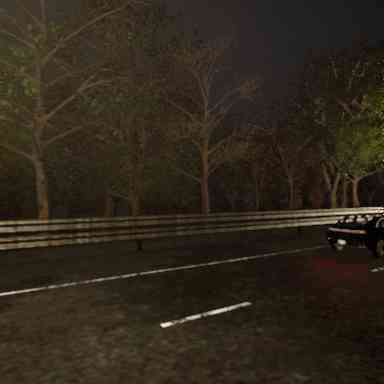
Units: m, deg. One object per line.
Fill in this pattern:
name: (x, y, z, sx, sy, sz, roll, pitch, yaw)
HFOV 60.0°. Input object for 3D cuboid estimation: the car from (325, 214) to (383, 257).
car: (7.424, 1.635, 13.512, 4.902, 1.511, 2.128, 1, 0, -36)
